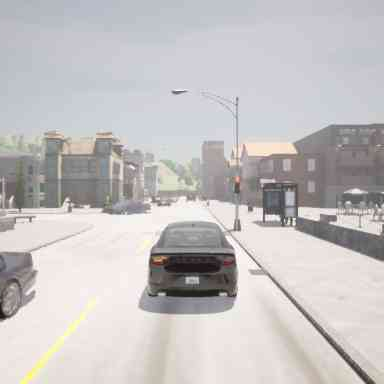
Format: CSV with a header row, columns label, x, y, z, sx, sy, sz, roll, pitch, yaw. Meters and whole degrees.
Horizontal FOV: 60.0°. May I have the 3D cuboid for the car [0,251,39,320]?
label,x,y,z,sx,sy,sz,roll,pitch,yaw
car,-4.110,1.547,4.618,2.033,1.411,5.357,0,0,0

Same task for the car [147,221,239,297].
label,x,y,z,sx,sy,sz,roll,pitch,yaw
car,0.027,1.478,8.613,1.882,1.535,5.008,0,0,0

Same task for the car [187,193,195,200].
label,x,y,z,sx,sy,sz,roll,pitch,yaw
car,-0.239,1.187,87.100,2.097,1.767,4.553,0,0,0

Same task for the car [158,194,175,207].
label,x,y,z,sx,sy,sz,roll,pitch,yaw
car,-4.236,1.490,52.057,2.128,1.511,4.902,0,0,0

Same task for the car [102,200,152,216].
label,x,y,z,sx,sy,sz,roll,pitch,yaw
car,-6.412,1.547,33.555,2.033,1.411,5.357,0,0,36

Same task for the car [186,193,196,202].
label,x,y,z,sx,sy,sz,roll,pitch,yaw
car,-0.210,1.217,76.739,2.150,2.045,5.566,0,0,0

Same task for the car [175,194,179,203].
label,x,y,z,sx,sy,sz,roll,pitch,yaw
car,-4.214,1.353,65.487,2.097,1.767,4.553,0,0,0

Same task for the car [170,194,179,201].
label,x,y,z,sx,sy,sz,roll,pitch,yaw
car,-4.220,1.341,80.324,2.097,1.767,4.553,0,0,0
